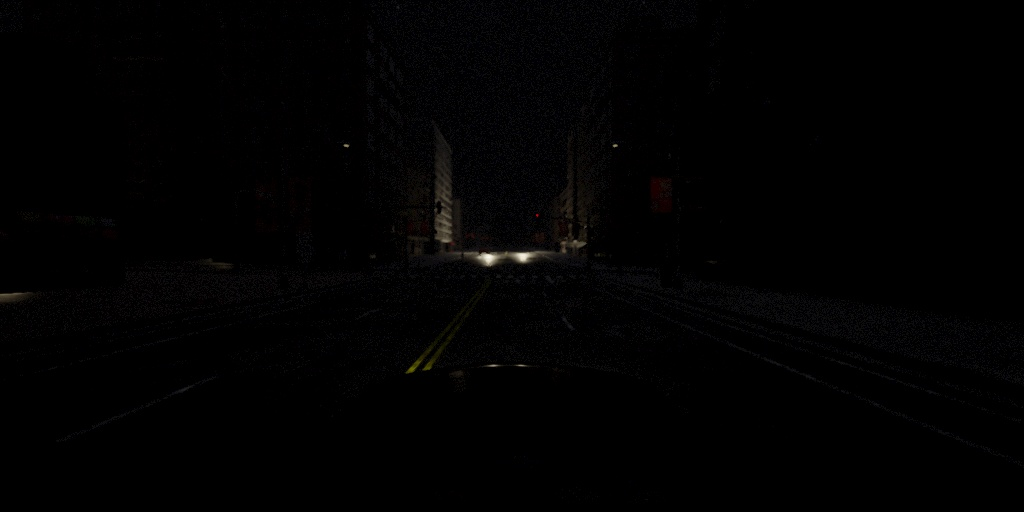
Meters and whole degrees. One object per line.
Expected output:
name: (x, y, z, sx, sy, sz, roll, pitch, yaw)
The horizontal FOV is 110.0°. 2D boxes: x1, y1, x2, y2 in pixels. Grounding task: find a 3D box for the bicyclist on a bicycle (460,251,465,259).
bicyclist on a bicycle: (-8.870, -0.097, 64.133, 0.866, 1.612, 1.509, 0, 2, -1)
